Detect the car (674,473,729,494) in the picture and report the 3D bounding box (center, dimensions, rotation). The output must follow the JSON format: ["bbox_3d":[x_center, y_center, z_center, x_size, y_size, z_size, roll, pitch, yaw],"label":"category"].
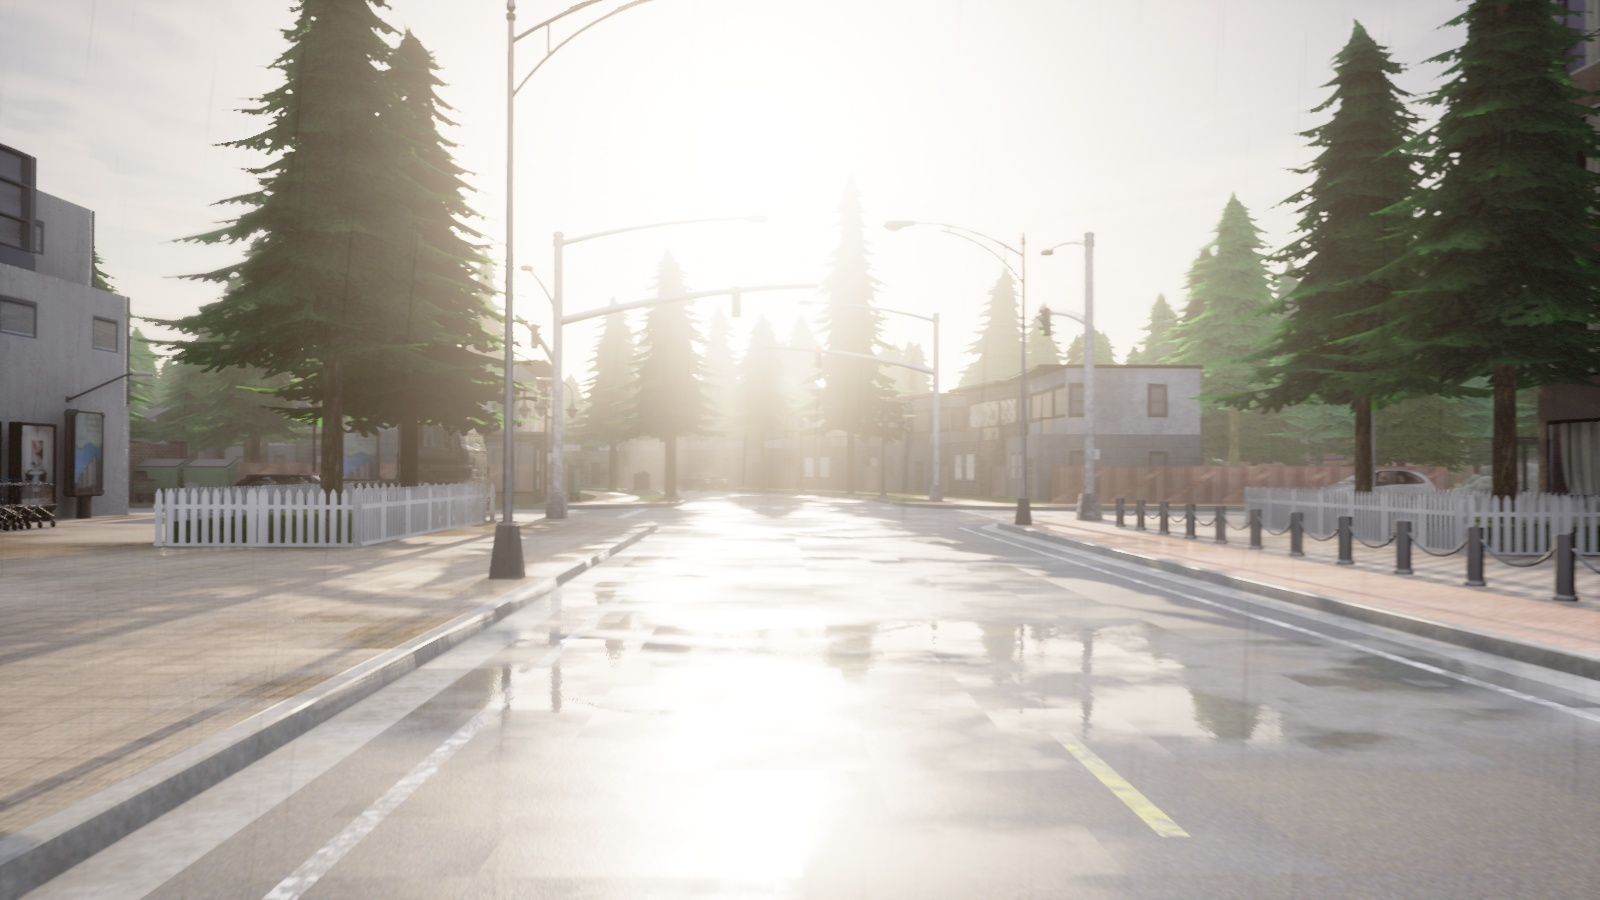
[{"bbox_3d":[-6.502,2.159,82.248,1.895,1.301,4.718,0,-1,-27],"label":"car"}]

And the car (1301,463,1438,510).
[{"bbox_3d":[20.151,1.268,44.539,3.988,1.617,1.851,0,-1,0],"label":"car"}]

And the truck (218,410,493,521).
[{"bbox_3d":[-14.354,0.510,41.013,7.936,3.462,2.891,0,-1,0],"label":"truck"}]
